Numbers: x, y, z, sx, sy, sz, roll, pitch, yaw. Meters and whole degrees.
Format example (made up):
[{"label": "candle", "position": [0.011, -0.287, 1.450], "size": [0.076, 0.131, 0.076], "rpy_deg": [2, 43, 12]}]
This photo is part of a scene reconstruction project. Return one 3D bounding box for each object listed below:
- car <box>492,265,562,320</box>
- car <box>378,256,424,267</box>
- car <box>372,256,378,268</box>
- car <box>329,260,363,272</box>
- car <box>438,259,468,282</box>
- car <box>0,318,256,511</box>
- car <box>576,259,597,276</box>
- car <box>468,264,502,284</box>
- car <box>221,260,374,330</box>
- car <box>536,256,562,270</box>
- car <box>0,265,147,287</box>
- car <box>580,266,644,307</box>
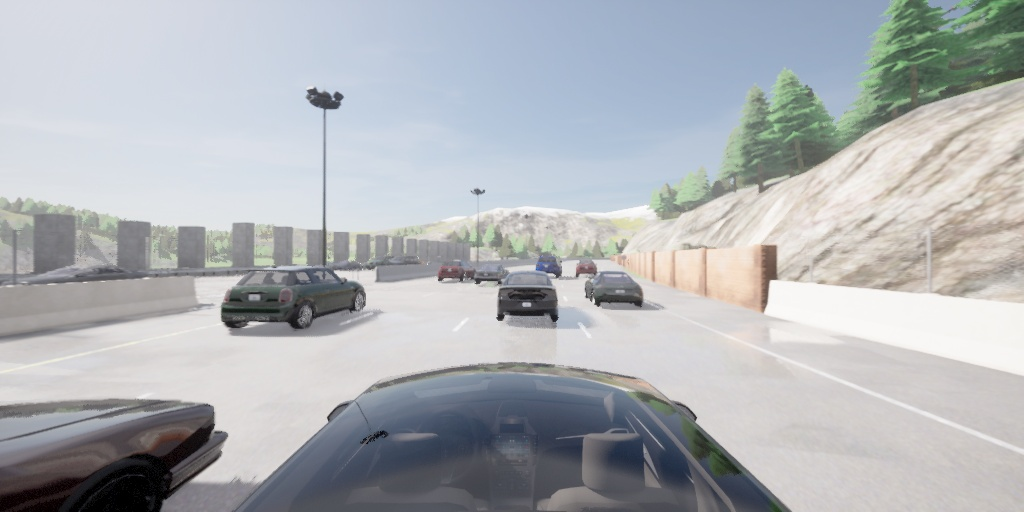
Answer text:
[{"label": "car", "position": [0.581, 1.243, 12.760], "size": [1.882, 1.535, 5.008], "rpy_deg": [0, 0, 4]}, {"label": "car", "position": [-12.898, 0.990, 42.178], "size": [2.150, 2.045, 5.566], "rpy_deg": [0, 0, 13]}, {"label": "car", "position": [-18.153, 0.984, 50.376], "size": [2.150, 2.045, 5.566], "rpy_deg": [0, 0, 14]}, {"label": "car", "position": [-22.253, 1.312, 48.294], "size": [1.994, 1.385, 4.181], "rpy_deg": [0, 0, 14]}, {"label": "car", "position": [-4.436, 1.124, 29.538], "size": [2.097, 1.767, 4.553], "rpy_deg": [0, 0, 9]}, {"label": "car", "position": [-3.365, 1.287, 0.568], "size": [2.033, 1.411, 5.357], "rpy_deg": [0, 0, 0]}, {"label": "car", "position": [7.713, 1.167, 37.069], "size": [2.097, 1.767, 4.553], "rpy_deg": [0, 0, 12]}, {"label": "car", "position": [-1.398, 1.325, 26.714], "size": [2.033, 1.411, 5.357], "rpy_deg": [0, 0, 9]}, {"label": "car", "position": [-6.505, 1.096, 11.344], "size": [2.097, 1.767, 4.553], "rpy_deg": [0, 0, 3]}, {"label": "car", "position": [3.600, 1.023, 34.665], "size": [2.150, 2.045, 5.566], "rpy_deg": [0, 0, 12]}, {"label": "car", "position": [-20.327, 1.206, 16.968], "size": [2.128, 1.511, 4.902], "rpy_deg": [0, 0, 5]}, {"label": "car", "position": [4.361, 1.344, 15.874], "size": [1.994, 1.385, 4.181], "rpy_deg": [0, 0, 5]}]
